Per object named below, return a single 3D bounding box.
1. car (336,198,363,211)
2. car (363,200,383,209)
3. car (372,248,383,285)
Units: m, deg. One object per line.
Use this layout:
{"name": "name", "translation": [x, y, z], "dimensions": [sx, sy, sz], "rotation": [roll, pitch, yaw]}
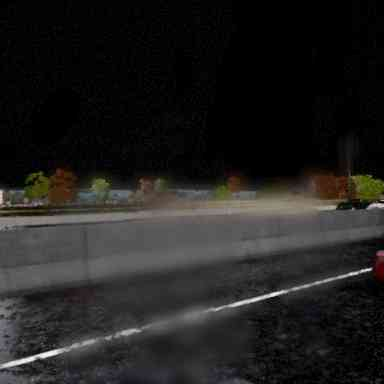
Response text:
{"name": "car", "translation": [18.597, 1.499, 38.212], "dimensions": [5.008, 1.535, 1.882], "rotation": [0, 0, -34]}
{"name": "car", "translation": [20.515, 1.548, 35.286], "dimensions": [4.674, 1.442, 1.812], "rotation": [0, 0, -34]}
{"name": "car", "translation": [6.325, 1.567, 8.223], "dimensions": [4.181, 1.385, 1.994], "rotation": [0, 0, -35]}
